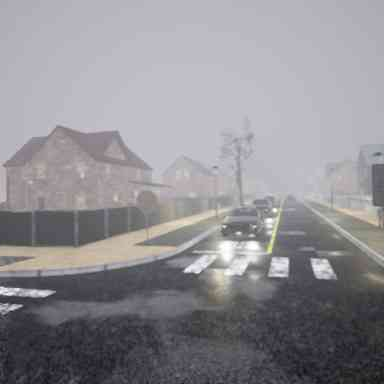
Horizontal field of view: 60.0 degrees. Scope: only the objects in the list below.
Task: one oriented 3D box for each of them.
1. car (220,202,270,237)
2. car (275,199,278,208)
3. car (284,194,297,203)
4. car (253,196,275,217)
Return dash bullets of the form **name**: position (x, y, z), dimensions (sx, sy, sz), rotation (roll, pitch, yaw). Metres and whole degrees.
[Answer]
- **car**: position (2.836, 1.470, 17.711), dimensions (2.033, 1.411, 5.357), rotation (-1, 0, 16)
- **car**: position (9.967, 1.251, 43.023), dimensions (1.837, 1.490, 4.892), rotation (-1, 0, 16)
- **car**: position (16.377, 1.120, 55.408), dimensions (1.812, 1.442, 4.674), rotation (-1, 0, 16)
- **car**: position (6.071, 1.342, 29.236), dimensions (1.837, 1.490, 4.892), rotation (-1, 1, 16)
